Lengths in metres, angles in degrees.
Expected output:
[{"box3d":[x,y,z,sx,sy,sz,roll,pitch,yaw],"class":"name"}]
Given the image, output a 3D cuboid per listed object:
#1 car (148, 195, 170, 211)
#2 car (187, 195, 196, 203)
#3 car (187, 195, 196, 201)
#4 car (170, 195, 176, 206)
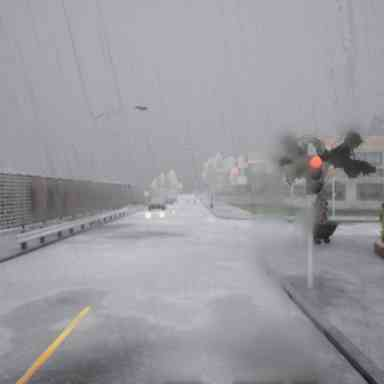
[{"box3d":[-4.140,1.430,40.347,1.882,1.535,5.008,0,0,0],"class":"car"},{"box3d":[-0.083,1.445,68.467,1.812,1.442,4.674,0,0,0],"class":"car"},{"box3d":[-0.095,1.340,78.471,1.994,1.385,4.181,0,0,0],"class":"car"},{"box3d":[-4.141,1.502,53.661,1.994,1.385,4.181,0,0,0],"class":"car"}]
